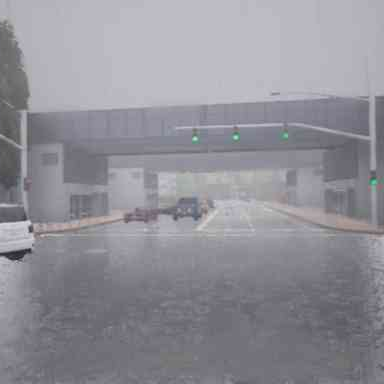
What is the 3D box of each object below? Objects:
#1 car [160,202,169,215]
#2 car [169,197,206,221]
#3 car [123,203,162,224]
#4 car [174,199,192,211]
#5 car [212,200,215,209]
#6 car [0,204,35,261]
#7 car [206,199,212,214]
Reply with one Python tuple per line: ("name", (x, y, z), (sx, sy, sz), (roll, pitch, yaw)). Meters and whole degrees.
("car", (-2.988, 1.834, 37.537), (1.882, 1.535, 5.008), (-1, 0, 7))
("car", (-0.318, 1.479, 30.759), (2.150, 2.045, 5.566), (-1, 0, 7))
("car", (-4.196, 1.898, 27.940), (1.895, 1.301, 4.718), (-1, 0, 7))
("car", (-1.338, 1.913, 50.577), (1.882, 1.535, 5.008), (-1, 0, 7))
("car", (2.594, 1.875, 53.650), (1.882, 1.535, 5.008), (-1, -1, 8))
("car", (-8.061, 1.447, 11.643), (5.566, 2.045, 2.150), (-1, -1, 25))
("car", (0.884, 1.668, 40.260), (2.097, 1.767, 4.553), (-1, -1, 7))
